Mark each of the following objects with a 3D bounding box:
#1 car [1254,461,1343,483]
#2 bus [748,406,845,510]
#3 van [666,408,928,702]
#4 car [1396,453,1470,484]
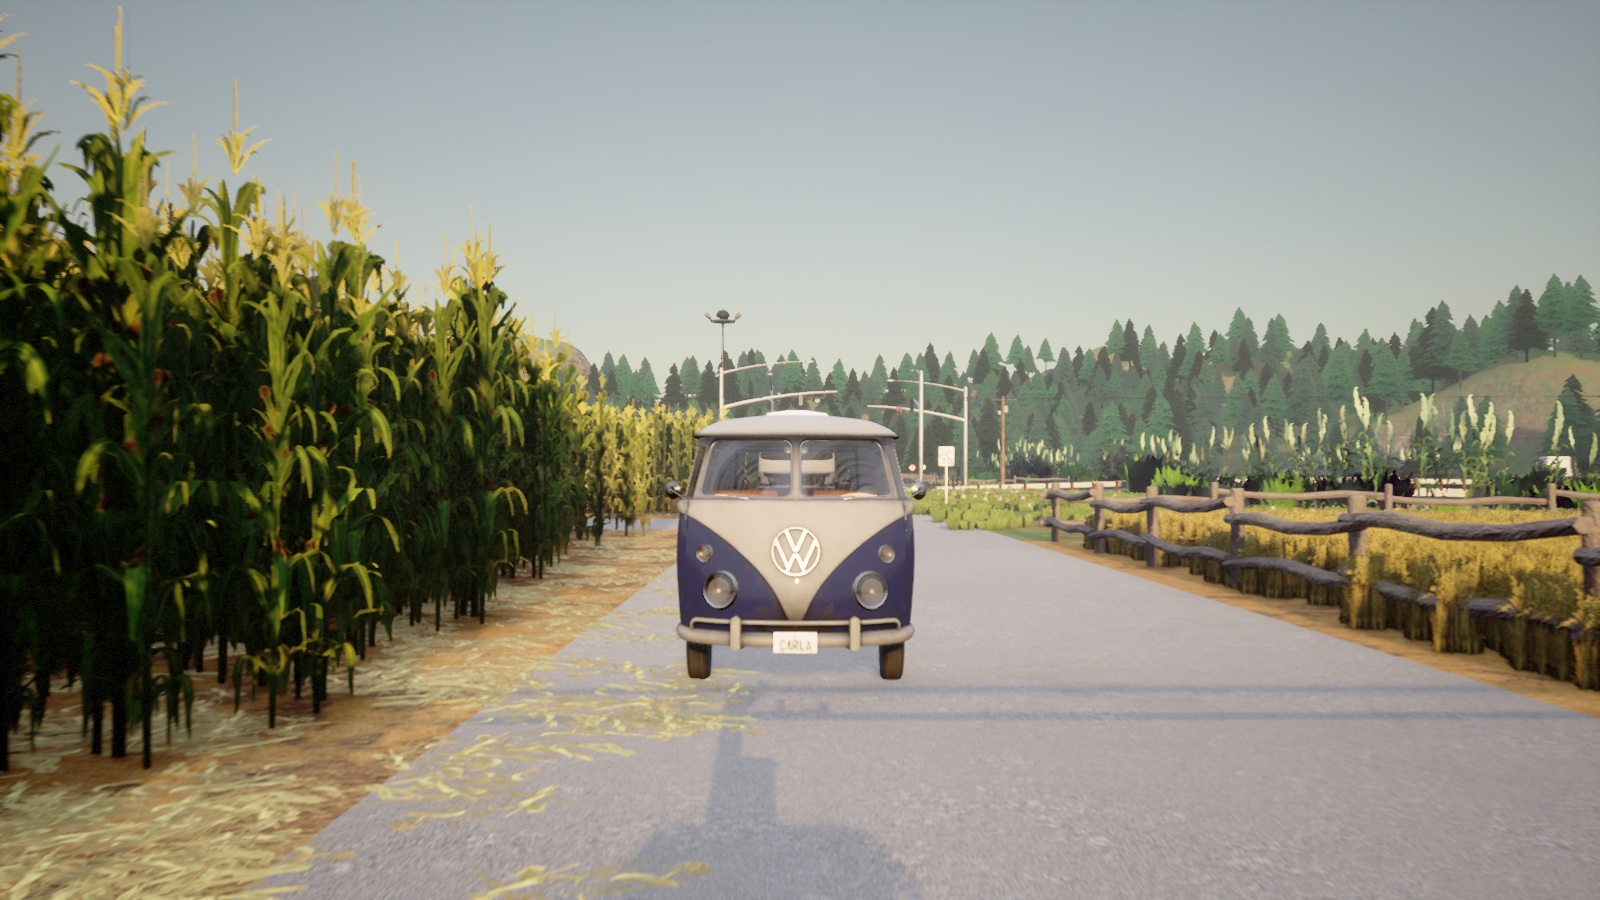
[{"bbox_3d":[34.113,1.508,86.047,5.357,1.411,2.033,-1,-1,7],"label":"car"},{"bbox_3d":[-0.144,0.424,56.533,3.944,4.253,10.273,0,-1,0],"label":"bus"},{"bbox_3d":[-0.027,0.758,10.774,1.775,1.987,4.442,0,-1,0],"label":"van"},{"bbox_3d":[41.089,1.206,81.585,3.866,1.878,1.905,1,-1,8],"label":"car"}]
